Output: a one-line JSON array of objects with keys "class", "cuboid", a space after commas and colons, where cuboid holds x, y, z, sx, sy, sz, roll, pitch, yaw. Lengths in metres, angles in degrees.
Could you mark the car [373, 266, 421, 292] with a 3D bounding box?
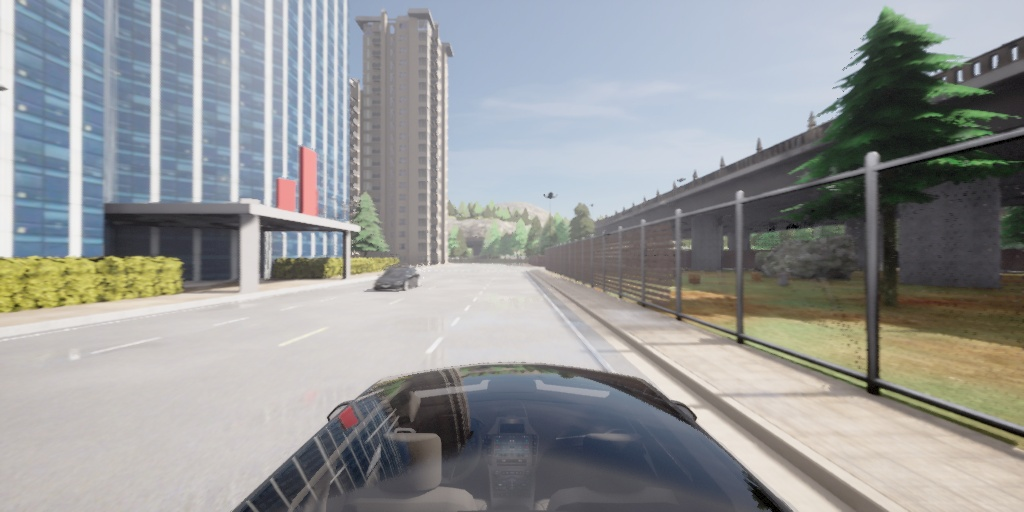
[{"class": "car", "cuboid": [-7.009, 1.418, 22.301, 1.837, 1.490, 4.892, 0, 1, 0]}]
